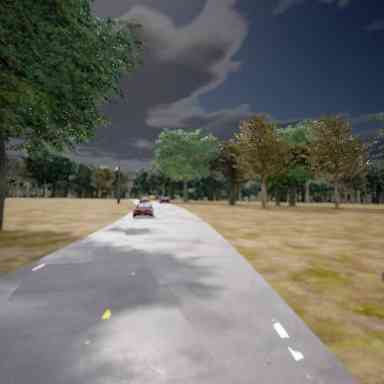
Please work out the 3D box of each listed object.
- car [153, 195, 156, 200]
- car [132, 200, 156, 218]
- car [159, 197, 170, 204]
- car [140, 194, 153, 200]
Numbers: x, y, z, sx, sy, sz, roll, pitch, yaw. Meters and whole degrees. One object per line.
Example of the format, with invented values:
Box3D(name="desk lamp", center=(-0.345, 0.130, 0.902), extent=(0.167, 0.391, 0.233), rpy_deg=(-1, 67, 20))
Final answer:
Box3D(name="car", center=(-10.870, 1.602, 90.135), extent=(1.882, 1.535, 5.008), rpy_deg=(0, 0, -12))
Box3D(name="car", center=(-4.523, 1.725, 31.348), extent=(1.895, 1.301, 4.718), rpy_deg=(0, 0, -5))
Box3D(name="car", center=(-5.941, 1.722, 71.533), extent=(1.882, 1.535, 5.008), rpy_deg=(0, 0, -11))
Box3D(name="car", center=(-10.190, 1.712, 72.121), extent=(1.882, 1.535, 5.008), rpy_deg=(0, 0, -11))
